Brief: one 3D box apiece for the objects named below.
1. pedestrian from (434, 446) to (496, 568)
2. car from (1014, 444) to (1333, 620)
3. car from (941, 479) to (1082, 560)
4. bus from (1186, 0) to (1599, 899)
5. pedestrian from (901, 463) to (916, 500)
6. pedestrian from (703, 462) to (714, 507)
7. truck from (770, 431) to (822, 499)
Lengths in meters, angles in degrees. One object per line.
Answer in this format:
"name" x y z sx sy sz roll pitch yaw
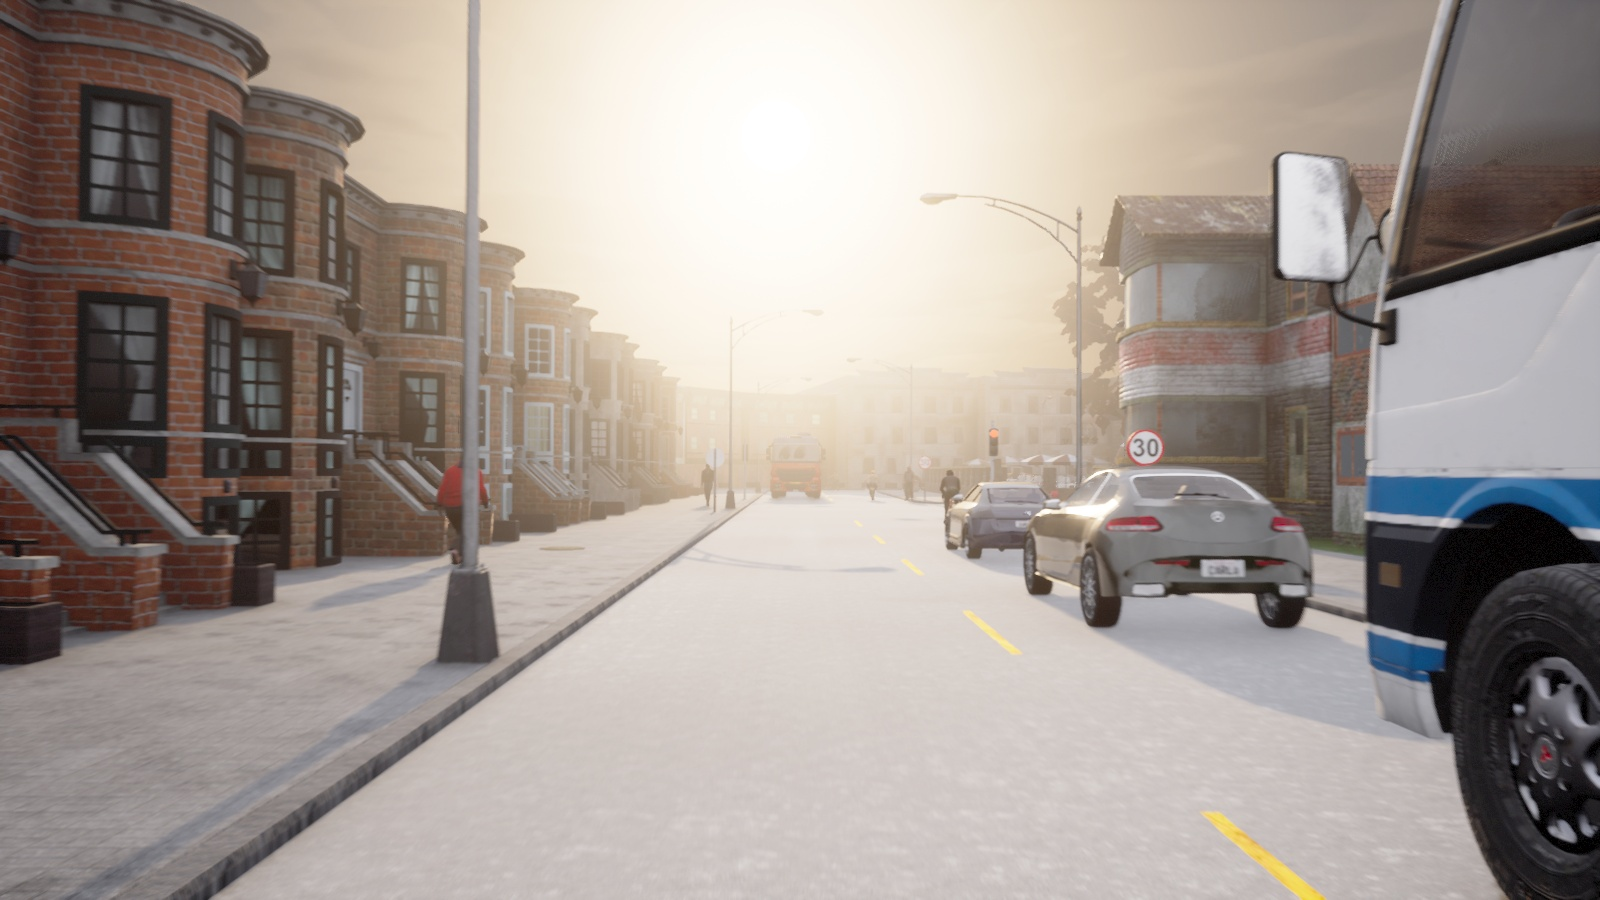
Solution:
"pedestrian" -5.172 0.870 19.422 0.634 1.844 0.899 0 -1 8
"car" 3.963 0.818 14.410 2.152 1.651 5.027 0 -1 0
"car" 3.941 1.266 24.094 1.994 1.385 4.181 0 -1 0
"bus" 3.991 -0.555 1.339 3.944 4.253 10.273 0 -1 0
"pedestrian" 5.522 1.598 63.856 0.540 1.848 0.694 -1 -1 28
"pedestrian" -3.774 1.404 51.743 0.376 1.854 0.720 0 -1 3
"truck" -0.209 0.902 74.824 2.891 3.827 8.468 0 -1 0
